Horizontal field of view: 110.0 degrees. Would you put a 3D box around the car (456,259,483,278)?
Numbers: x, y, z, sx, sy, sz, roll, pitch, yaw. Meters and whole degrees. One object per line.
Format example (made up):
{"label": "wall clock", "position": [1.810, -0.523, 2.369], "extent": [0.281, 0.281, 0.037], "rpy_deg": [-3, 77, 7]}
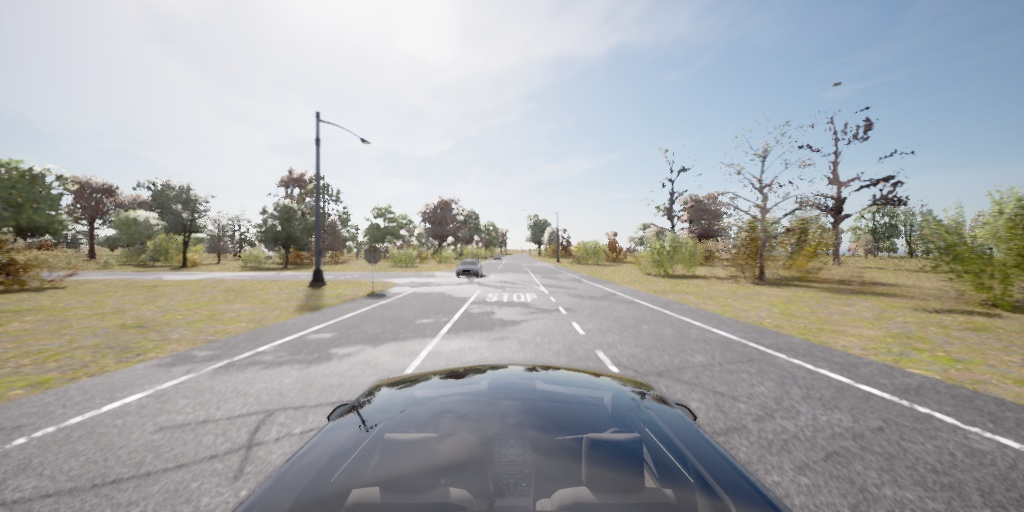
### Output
{"label": "car", "position": [-3.444, 1.011, 29.549], "extent": [1.837, 1.490, 4.892], "rpy_deg": [0, 0, 0]}

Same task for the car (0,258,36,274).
{"label": "car", "position": [-48.664, 0.896, 34.294], "extent": [4.902, 1.511, 2.128], "rpy_deg": [0, 0, 2]}
